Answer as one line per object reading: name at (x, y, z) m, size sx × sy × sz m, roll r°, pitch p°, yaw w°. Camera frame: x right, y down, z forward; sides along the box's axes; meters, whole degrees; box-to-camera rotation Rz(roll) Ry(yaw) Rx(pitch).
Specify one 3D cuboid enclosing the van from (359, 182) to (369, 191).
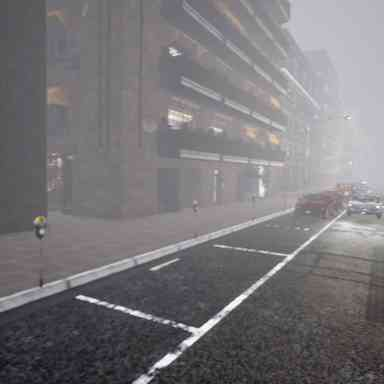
van at (38.163, -1.273, 73.646) m, size 1.690 × 1.788 × 3.998 m, roll 2°, pitch 3°, yaw 30°

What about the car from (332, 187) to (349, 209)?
car at (10.137, 0.585, 24.606) m, size 1.887 × 1.381 × 4.507 m, roll 2°, pitch 3°, yaw 30°

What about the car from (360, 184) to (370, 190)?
car at (40.961, -1.214, 78.561) m, size 1.947 × 1.339 × 4.313 m, roll 2°, pitch 3°, yaw 30°

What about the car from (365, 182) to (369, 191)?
car at (29.754, -0.678, 58.936) m, size 1.967 × 1.590 × 4.097 m, roll 2°, pitch 3°, yaw 30°

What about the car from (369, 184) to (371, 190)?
car at (35.357, -0.898, 68.750) m, size 2.008 × 1.369 × 4.403 m, roll 2°, pitch 3°, yaw 30°

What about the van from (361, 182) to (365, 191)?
van at (24.152, -0.446, 49.122) m, size 1.690 × 1.788 × 3.998 m, roll 2°, pitch 3°, yaw 30°

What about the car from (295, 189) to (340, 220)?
car at (7.335, 0.751, 19.701) m, size 1.887 × 1.381 × 4.507 m, roll 2°, pitch 3°, yaw 30°

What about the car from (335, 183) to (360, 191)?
car at (15.745, 0.024, 34.406) m, size 2.192 × 1.841 × 5.009 m, roll 2°, pitch 3°, yaw 30°

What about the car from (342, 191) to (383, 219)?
car at (11.025, 0.836, 21.143) m, size 1.895 × 1.301 × 4.718 m, roll 3°, pitch 3°, yaw 30°

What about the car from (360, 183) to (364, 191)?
car at (21.262, -0.091, 44.077) m, size 1.752 × 1.417 × 4.829 m, roll 2°, pitch 3°, yaw 30°
